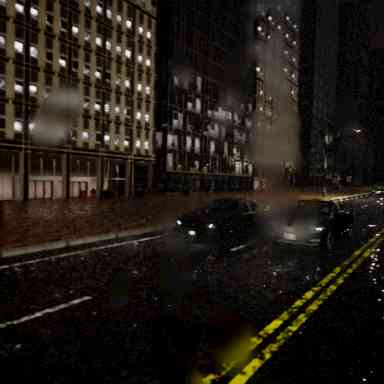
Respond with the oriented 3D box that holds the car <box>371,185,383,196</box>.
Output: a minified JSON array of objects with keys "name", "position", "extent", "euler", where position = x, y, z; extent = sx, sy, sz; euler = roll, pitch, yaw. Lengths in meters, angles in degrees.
[{"name":"car","position":[27.125,-0.183,47.816],"extent":[2.128,1.511,4.902],"euler":[3,3,37]}]

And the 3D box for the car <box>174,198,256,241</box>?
[{"name":"car","position":[1.605,0.956,13.603],"extent":[2.033,1.411,5.357],"euler":[3,3,37]}]

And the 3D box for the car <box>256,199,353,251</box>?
[{"name":"car","position":[4.451,1.020,11.985],"extent":[2.128,1.511,4.902],"euler":[3,3,37]}]
